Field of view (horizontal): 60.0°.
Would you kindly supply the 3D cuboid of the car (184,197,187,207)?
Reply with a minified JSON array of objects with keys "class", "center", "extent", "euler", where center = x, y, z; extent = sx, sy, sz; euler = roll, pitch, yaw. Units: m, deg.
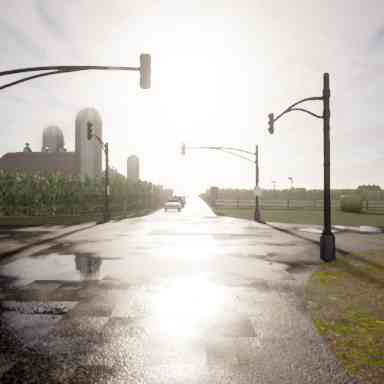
[{"class":"car","center":[-2.177,1.401,49.987],"extent":[2.097,1.767,4.553],"euler":[0,0,1]}]

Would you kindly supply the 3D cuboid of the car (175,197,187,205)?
[{"class":"car","center":[-2.003,1.622,63.839],"extent":[2.033,1.411,5.357],"euler":[0,0,1]}]

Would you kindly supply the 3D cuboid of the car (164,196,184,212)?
[{"class":"car","center":[-2.271,1.560,40.160],"extent":[1.812,1.442,4.674],"euler":[0,0,1]}]
